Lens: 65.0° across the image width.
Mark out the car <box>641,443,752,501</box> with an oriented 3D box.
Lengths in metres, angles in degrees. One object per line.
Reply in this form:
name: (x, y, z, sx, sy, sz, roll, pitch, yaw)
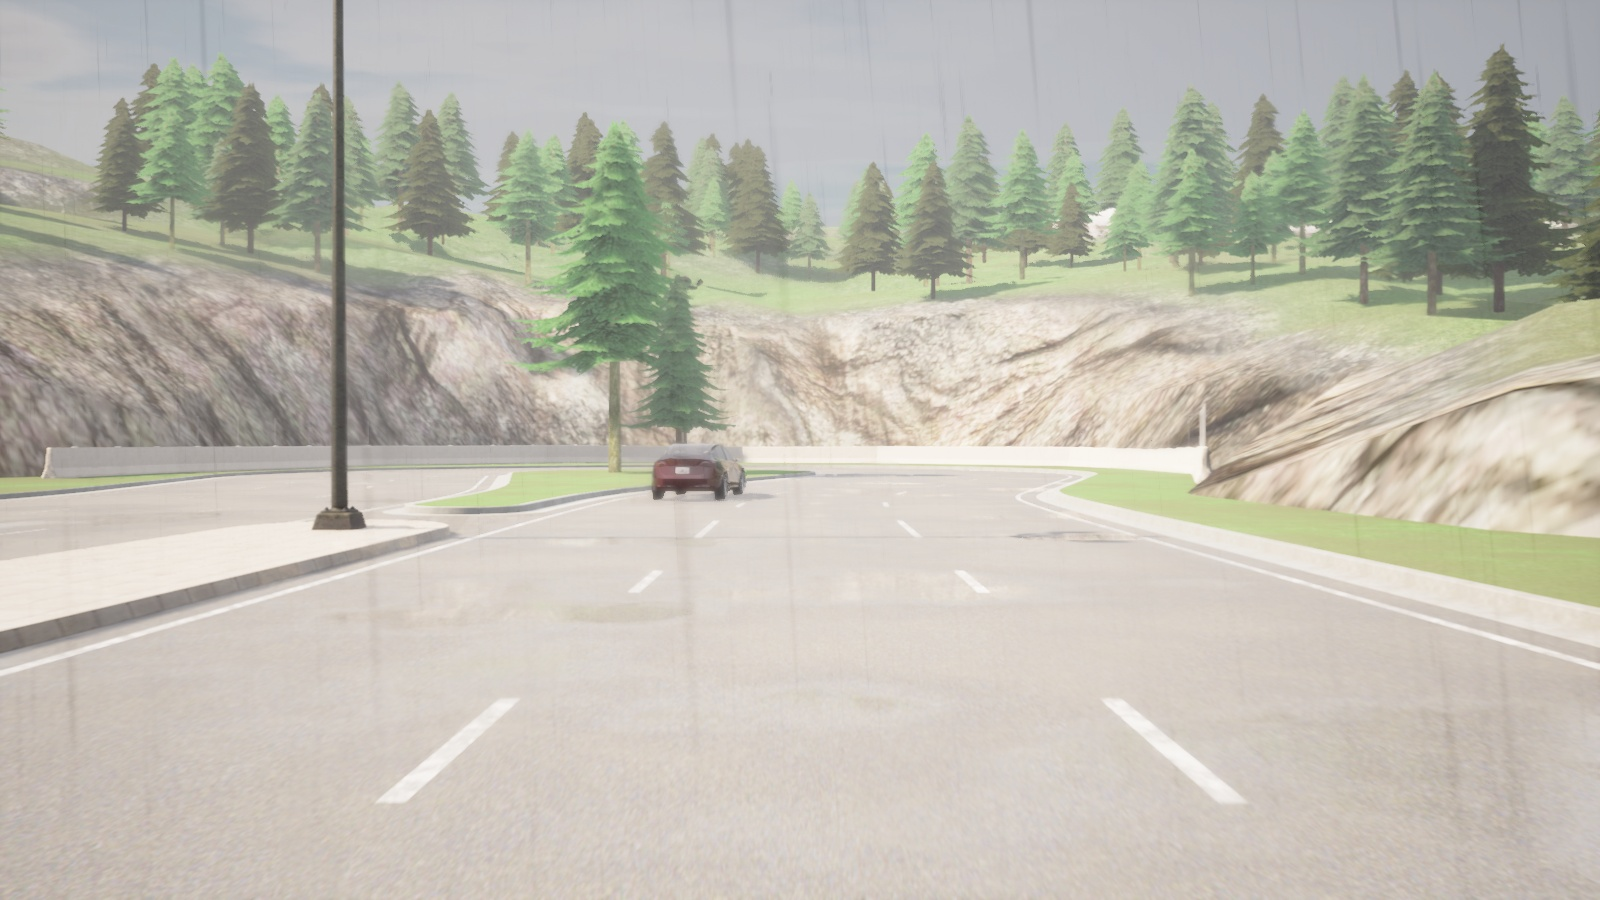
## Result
car: (-2.759, 0.549, 34.646, 2.163, 1.488, 4.792, 0, 0, 6)
